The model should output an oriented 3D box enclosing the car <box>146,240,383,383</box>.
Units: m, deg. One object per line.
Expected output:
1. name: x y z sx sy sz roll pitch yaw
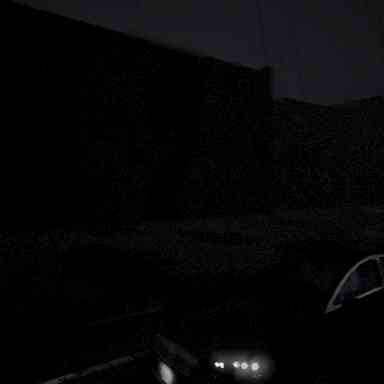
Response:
1. car: 1.755 1.493 4.630 4.902 1.511 2.128 0 0 -36
